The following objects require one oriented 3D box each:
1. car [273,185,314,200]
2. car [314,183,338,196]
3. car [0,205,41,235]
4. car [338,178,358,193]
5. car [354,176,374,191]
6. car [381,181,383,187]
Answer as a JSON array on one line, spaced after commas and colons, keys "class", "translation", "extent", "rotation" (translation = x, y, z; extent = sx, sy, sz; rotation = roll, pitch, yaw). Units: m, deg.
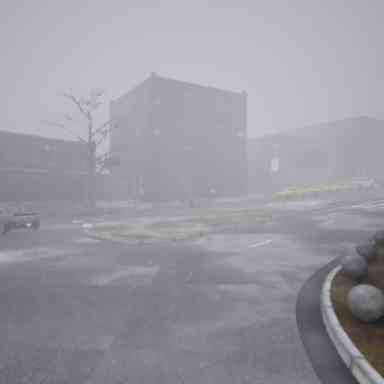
[{"class": "car", "translation": [12.052, 0.018, 40.556], "extent": [5.366, 1.575, 1.946], "rotation": [-5, 3, -36]}, {"class": "car", "translation": [16.476, -0.339, 43.844], "extent": [5.366, 1.575, 1.946], "rotation": [-5, 3, -37]}, {"class": "car", "translation": [-10.559, 1.511, 18.807], "extent": [4.902, 1.511, 2.128], "rotation": [0, 0, 34]}, {"class": "car", "translation": [20.895, -0.694, 47.141], "extent": [5.366, 1.575, 1.946], "rotation": [-5, 3, -37]}, {"class": "car", "translation": [25.530, -1.314, 50.596], "extent": [5.566, 2.045, 2.435], "rotation": [-5, 3, -37]}, {"class": "car", "translation": [34.377, -1.743, 57.203], "extent": [4.792, 1.488, 2.163], "rotation": [-5, 3, -37]}]
